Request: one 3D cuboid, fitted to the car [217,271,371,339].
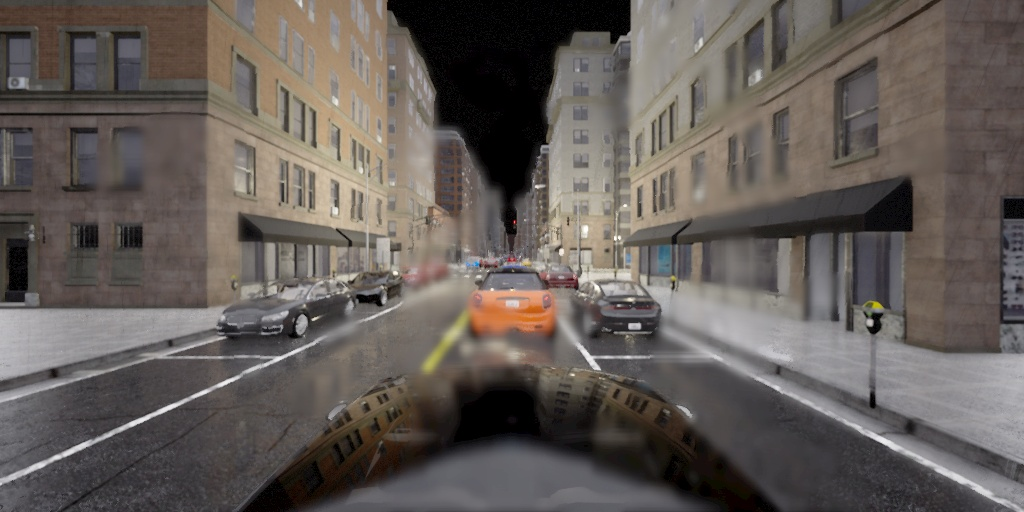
[{"bbox_3d":[-5.858,1.291,9.943,2.007,1.370,4.403,0,0,0],"label":"car"}]

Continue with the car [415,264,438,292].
[{"bbox_3d":[-5.861,1.310,20.991,1.802,1.307,4.207,0,0,0],"label":"car"}]

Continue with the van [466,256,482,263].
[{"bbox_3d":[-5.868,1.026,53.462,1.690,1.789,3.998,0,0,0],"label":"van"}]

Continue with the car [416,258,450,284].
[{"bbox_3d":[-5.862,1.036,26.514,2.192,1.841,5.009,0,0,0],"label":"car"}]

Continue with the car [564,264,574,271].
[{"bbox_3d":[2.665,1.167,21.018,1.967,1.591,4.097,0,0,0],"label":"car"}]

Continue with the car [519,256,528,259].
[{"bbox_3d":[2.655,1.195,64.850,1.751,1.417,4.829,0,0,0],"label":"car"}]

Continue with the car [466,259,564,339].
[{"bbox_3d":[0.022,1.093,10.158,2.097,1.767,4.553,0,0,0],"label":"car"}]

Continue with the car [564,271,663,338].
[{"bbox_3d":[2.668,1.291,9.968,2.007,1.370,4.403,0,0,0],"label":"car"}]

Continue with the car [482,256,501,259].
[{"bbox_3d":[-3.097,1.162,54.043,1.882,1.535,5.008,0,0,0],"label":"car"}]

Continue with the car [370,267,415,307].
[{"bbox_3d":[-5.859,1.300,15.468,1.948,1.339,4.313,0,0,0],"label":"car"}]
